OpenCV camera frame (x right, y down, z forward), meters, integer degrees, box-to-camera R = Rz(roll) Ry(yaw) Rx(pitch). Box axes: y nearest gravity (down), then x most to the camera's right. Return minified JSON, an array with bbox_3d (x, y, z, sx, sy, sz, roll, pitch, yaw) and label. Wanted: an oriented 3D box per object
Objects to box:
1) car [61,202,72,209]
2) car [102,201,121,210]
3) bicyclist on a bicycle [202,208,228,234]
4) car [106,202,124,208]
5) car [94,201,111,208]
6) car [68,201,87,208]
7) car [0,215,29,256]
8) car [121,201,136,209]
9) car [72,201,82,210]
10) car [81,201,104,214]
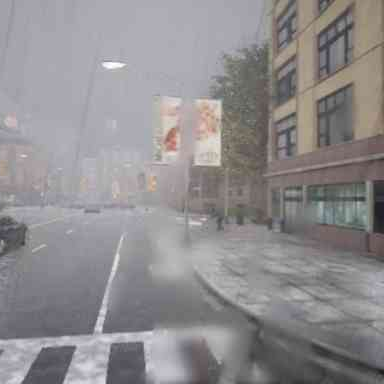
[{"bbox_3d":[-23.890,2.615,64.796,2.128,1.511,4.902,1,-1,-1],"label":"car"},{"bbox_3d":[-16.561,2.743,67.706,1.882,1.535,5.008,1,-1,2],"label":"car"},{"bbox_3d":[1.450,1.789,20.571,1.656,1.620,0.582,1,-1,-10],"label":"bicyclist on a bicycle"},{"bbox_3d":[-18.307,3.044,79.655,2.033,1.411,5.357,1,-1,14],"label":"car"},{"bbox_3d":[-21.634,2.956,80.730,1.882,1.535,5.008,1,-1,14],"label":"car"},{"bbox_3d":[-26.002,2.818,75.596,2.002,1.452,4.674,1,-1,9],"label":"car"},{"bbox_3d":[-8.331,1.697,13.870,1.837,1.490,4.892,1,-1,-10],"label":"car"},{"bbox_3d":[-13.155,2.911,69.553,1.994,1.385,4.181,1,-1,5],"label":"car"},{"bbox_3d":[-20.376,2.654,63.262,2.033,1.411,5.357,1,-1,-2],"label":"car"},{"bbox_3d":[-14.688,2.451,49.380,1.994,1.385,4.181,1,-1,-10],"label":"car"}]
